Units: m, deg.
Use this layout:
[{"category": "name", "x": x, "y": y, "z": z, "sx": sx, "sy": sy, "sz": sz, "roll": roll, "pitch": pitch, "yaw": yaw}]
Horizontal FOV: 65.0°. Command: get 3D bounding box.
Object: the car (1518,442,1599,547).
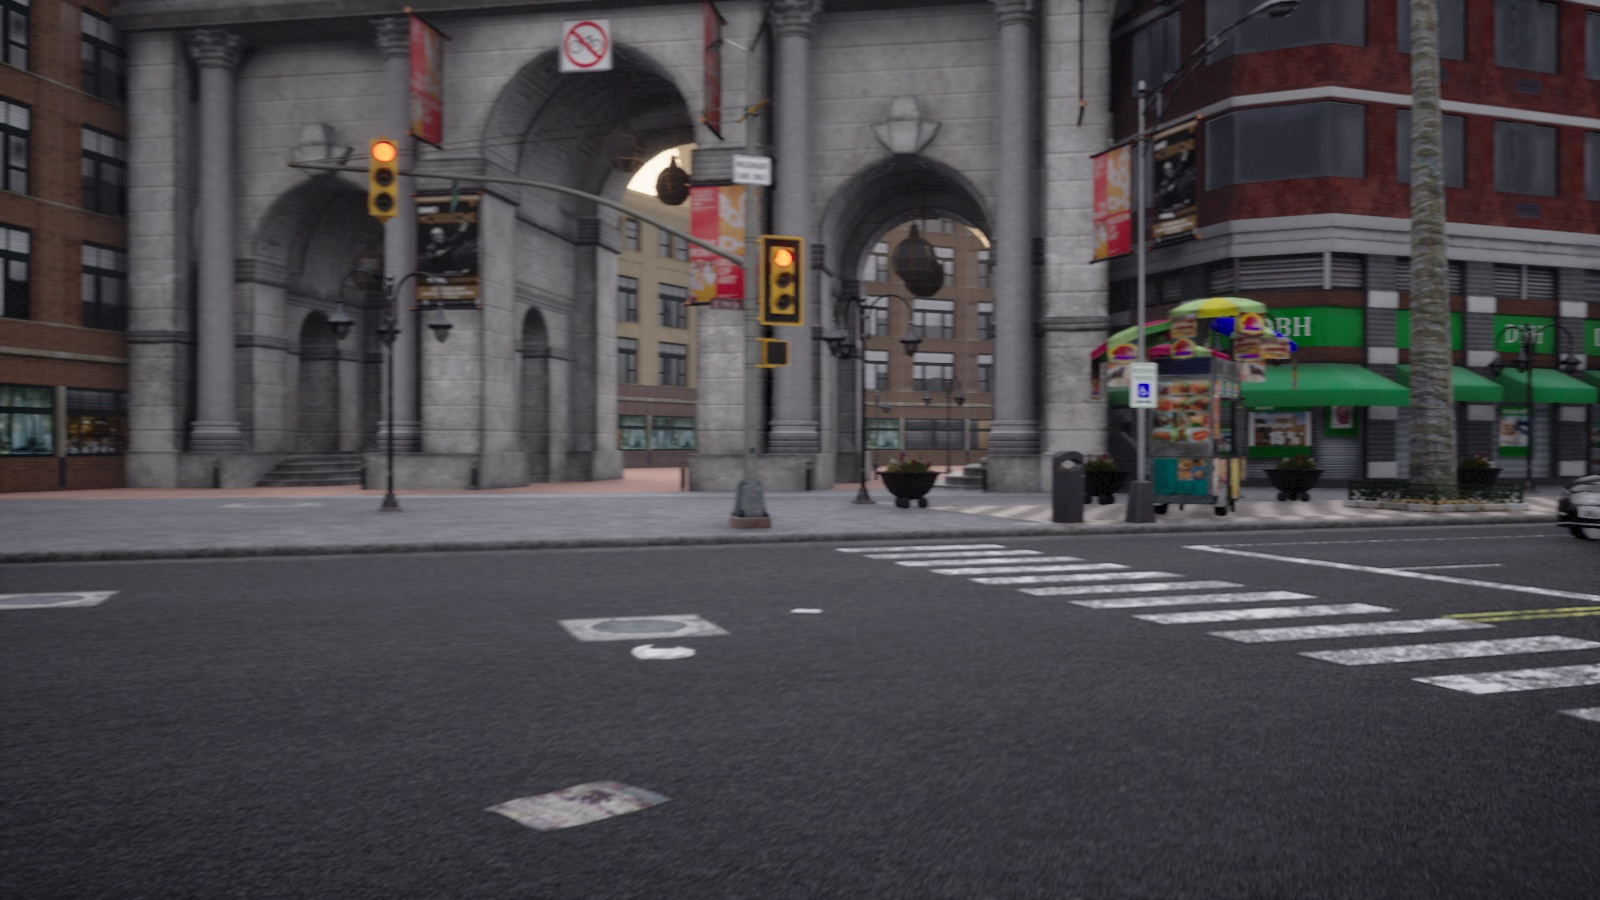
[{"category": "car", "x": 13.726, "y": 0.641, "z": 19.184, "sx": 4.902, "sy": 1.511, "sz": 2.128, "roll": 0, "pitch": 0, "yaw": -20}]
